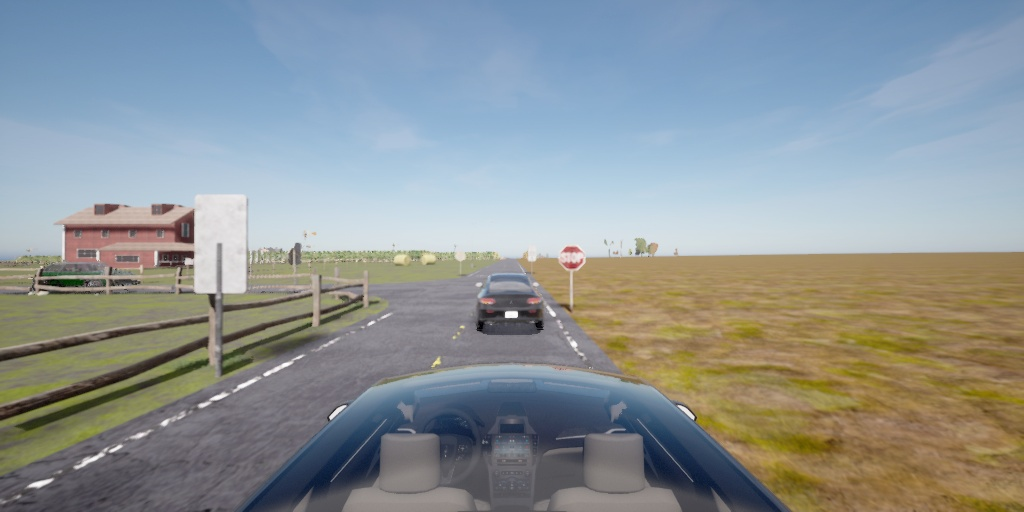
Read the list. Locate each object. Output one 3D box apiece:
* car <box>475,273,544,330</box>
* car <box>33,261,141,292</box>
[{"bbox_3d":[-0.128,1.243,10.945,1.812,1.442,4.674,0,0,-3],"label":"car"},{"bbox_3d":[-24.818,1.144,21.070,4.553,1.767,2.097,0,0,0],"label":"car"}]
